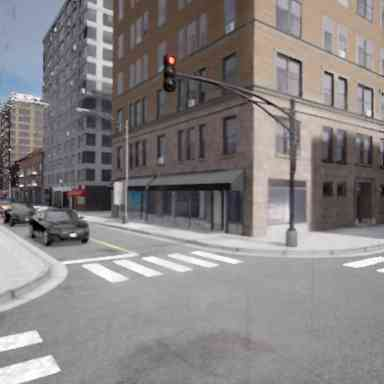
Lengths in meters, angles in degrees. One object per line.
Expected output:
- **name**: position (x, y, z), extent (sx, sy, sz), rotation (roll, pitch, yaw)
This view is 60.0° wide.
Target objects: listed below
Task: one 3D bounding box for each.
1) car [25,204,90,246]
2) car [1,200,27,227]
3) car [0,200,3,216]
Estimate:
- **car**: position (-6.546, 1.589, 16.255), extent (1.882, 1.535, 5.008), rotation (1, -1, -36)
- **car**: position (-12.637, 1.634, 24.687), extent (1.882, 1.535, 5.008), rotation (1, -1, -35)
- **car**: position (-18.566, 1.554, 32.918), extent (2.097, 1.767, 4.553), rotation (1, -1, -36)
